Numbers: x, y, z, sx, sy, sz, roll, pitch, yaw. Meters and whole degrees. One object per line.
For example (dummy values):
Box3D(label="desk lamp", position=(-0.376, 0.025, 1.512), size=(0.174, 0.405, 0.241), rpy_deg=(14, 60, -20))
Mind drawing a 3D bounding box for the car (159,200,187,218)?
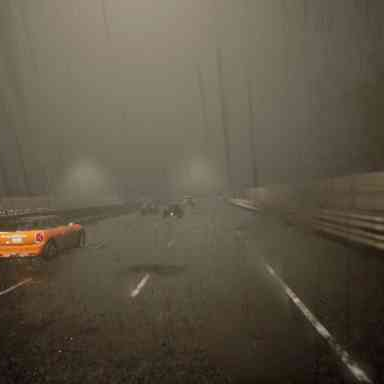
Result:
Box3D(label="car", position=(-1.889, 1.910, 34.978), size=(1.837, 1.490, 4.892), rpy_deg=(-3, -1, 2))

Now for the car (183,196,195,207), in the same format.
Box3D(label="car", position=(-0.605, 1.874, 66.301), size=(2.150, 2.045, 5.566), rpy_deg=(-3, -1, 2))

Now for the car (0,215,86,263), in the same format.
Box3D(label="car", position=(-6.255, 1.780, 14.193), size=(2.097, 1.767, 4.553), rpy_deg=(-3, -1, 2))

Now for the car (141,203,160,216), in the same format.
Box3D(label="car", position=(-5.116, 2.117, 41.561), size=(2.128, 1.511, 4.902), rpy_deg=(-3, -1, 2))
